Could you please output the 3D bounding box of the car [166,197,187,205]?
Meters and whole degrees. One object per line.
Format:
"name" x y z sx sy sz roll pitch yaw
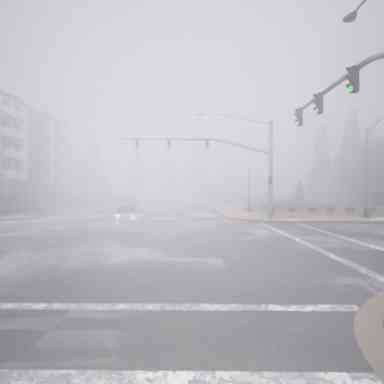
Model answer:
"car" -2.802 1.564 61.524 2.033 1.411 5.357 0 0 25

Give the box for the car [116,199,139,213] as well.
"car" -7.004 1.514 36.607 1.837 1.490 4.892 0 0 0
